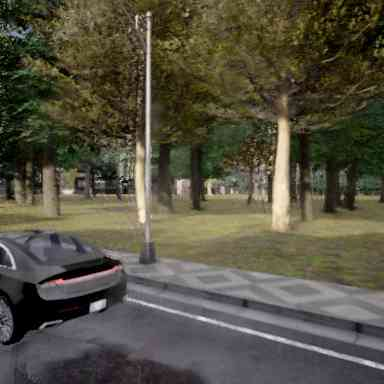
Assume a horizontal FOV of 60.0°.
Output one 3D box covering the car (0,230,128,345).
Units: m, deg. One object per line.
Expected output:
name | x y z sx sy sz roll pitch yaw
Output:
car | -3.385 1.491 6.407 4.902 1.511 2.128 0 0 35
